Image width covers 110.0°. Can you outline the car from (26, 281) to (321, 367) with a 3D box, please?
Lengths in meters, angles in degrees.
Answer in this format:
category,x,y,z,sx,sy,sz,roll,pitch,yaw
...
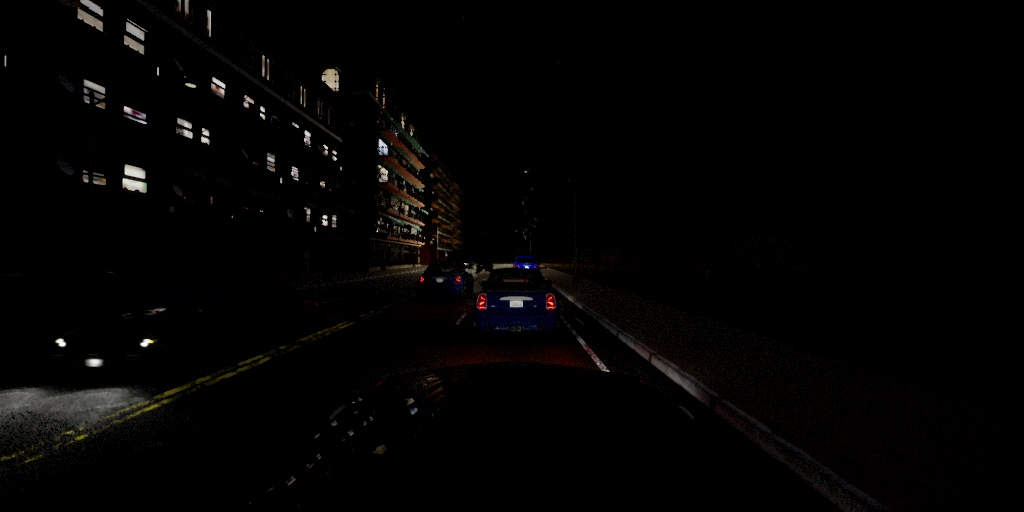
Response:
category,x,y,z,sx,sy,sz,roll,pitch,yaw
car,-6.597,1.299,8.322,2.033,1.411,5.357,0,0,0

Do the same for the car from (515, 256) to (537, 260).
category,x,y,z,sx,sy,sz,roll,pitch,yaw
car,1.150,0.980,30.192,2.150,2.045,5.566,0,0,0

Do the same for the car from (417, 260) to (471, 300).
category,x,y,z,sx,sy,sz,roll,pitch,yaw
car,-3.145,1.105,17.725,2.097,1.767,4.553,0,0,0

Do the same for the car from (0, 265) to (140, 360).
category,x,y,z,sx,sy,sz,roll,pitch,yaw
car,-9.848,1.103,7.111,2.097,1.767,4.553,0,0,0

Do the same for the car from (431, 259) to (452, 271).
category,x,y,z,sx,sy,sz,roll,pitch,yaw
car,-9.826,1.233,50.261,1.882,1.535,5.008,0,0,0

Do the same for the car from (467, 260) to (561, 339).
category,x,y,z,sx,sy,sz,roll,pitch,yaw
car,0.103,1.104,10.239,2.097,1.767,4.553,0,0,0

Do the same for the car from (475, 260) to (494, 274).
category,x,y,z,sx,sy,sz,roll,pitch,yaw
car,-3.133,1.261,42.218,1.837,1.490,4.892,0,0,0

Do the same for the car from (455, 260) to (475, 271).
category,x,y,z,sx,sy,sz,roll,pitch,yaw
car,-6.580,1.303,50.552,2.033,1.411,5.357,0,0,0
